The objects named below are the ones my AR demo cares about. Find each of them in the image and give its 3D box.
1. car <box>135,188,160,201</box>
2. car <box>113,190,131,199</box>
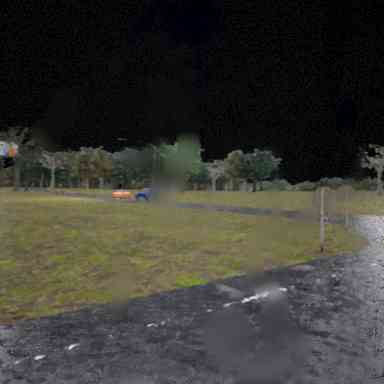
[{"bbox_3d":[-7.214,0.393,54.104,2.150,2.045,5.566,1,0,-35],"label":"car"},{"bbox_3d":[-13.211,0.324,62.550,2.097,1.767,4.553,1,1,-35],"label":"car"}]
